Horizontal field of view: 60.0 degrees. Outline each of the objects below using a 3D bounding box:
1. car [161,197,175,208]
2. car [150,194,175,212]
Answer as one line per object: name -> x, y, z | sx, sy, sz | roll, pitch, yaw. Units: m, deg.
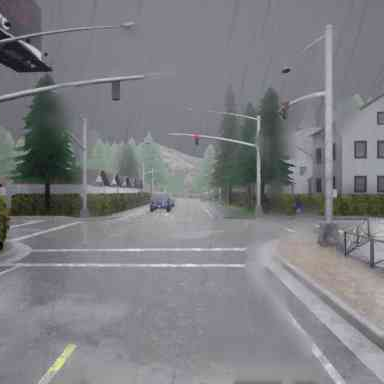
car -> -3.549, 1.526, 49.885 | 1.812, 1.442, 4.674 | 0, 0, 0
car -> -3.579, 1.221, 38.998 | 2.150, 2.045, 5.566 | 0, 0, 0
